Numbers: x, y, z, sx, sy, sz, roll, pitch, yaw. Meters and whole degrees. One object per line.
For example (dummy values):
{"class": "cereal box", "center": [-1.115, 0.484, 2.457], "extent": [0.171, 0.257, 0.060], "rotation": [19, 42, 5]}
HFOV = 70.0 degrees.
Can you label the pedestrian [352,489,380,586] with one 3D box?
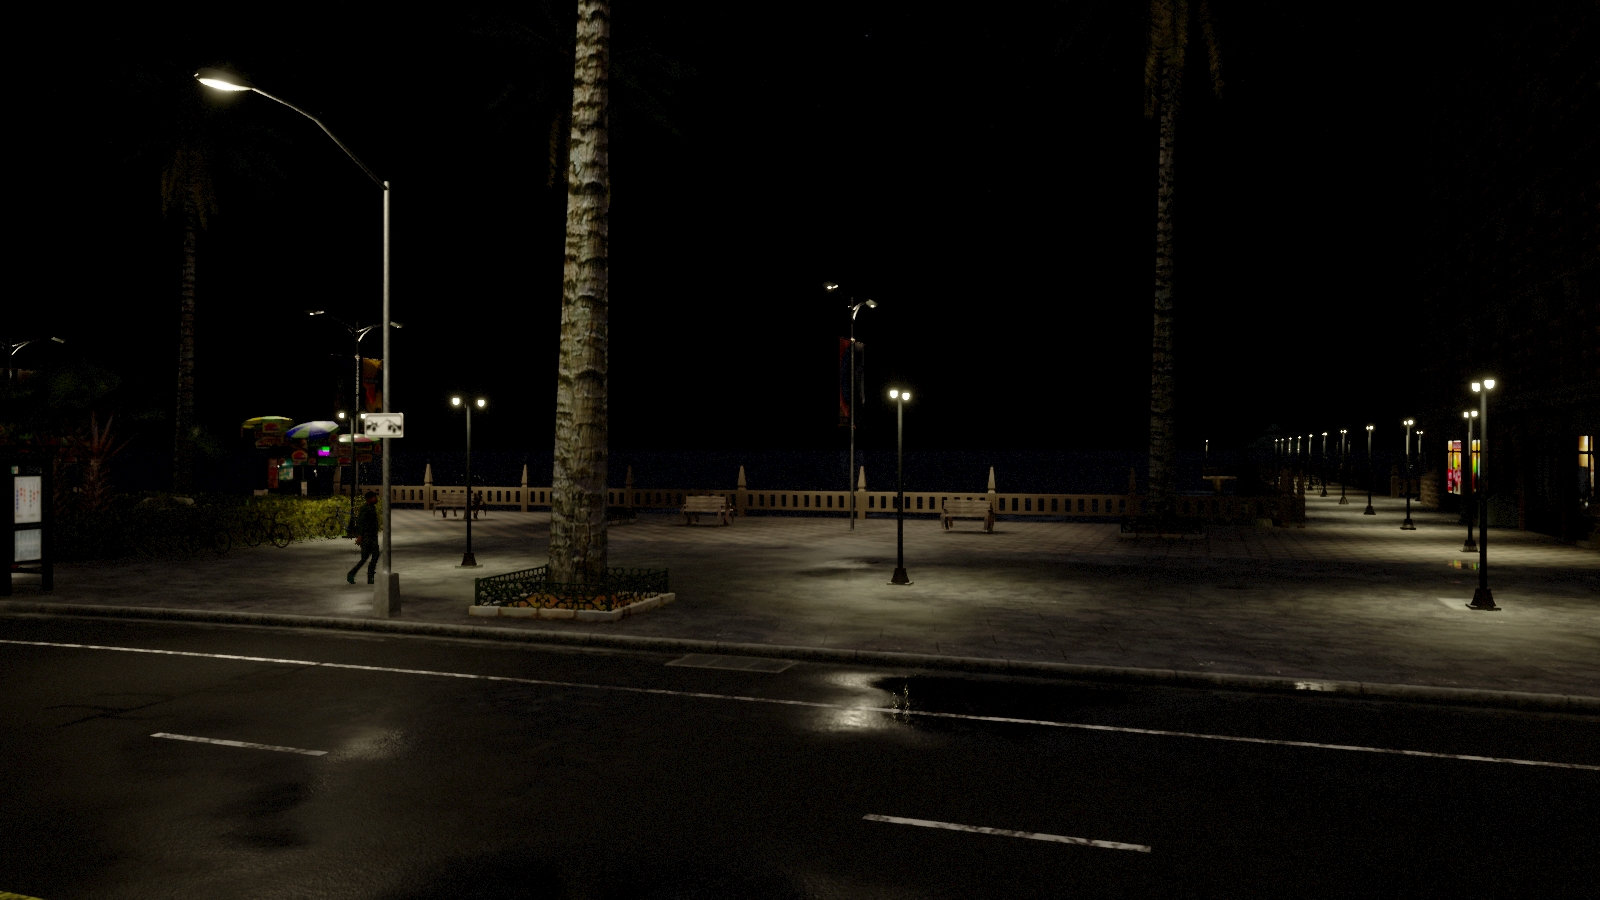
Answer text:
{"class": "pedestrian", "center": [-8.452, 1.698, 22.255], "extent": [0.375, 1.860, 0.375], "rotation": [0, 0, 13]}
